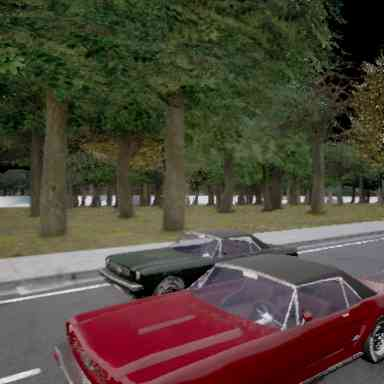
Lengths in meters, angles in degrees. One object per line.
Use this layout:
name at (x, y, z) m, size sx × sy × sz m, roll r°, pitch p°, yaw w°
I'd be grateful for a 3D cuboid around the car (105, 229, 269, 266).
car at (0.339, 1.605, 7.916) m, size 4.718 × 1.301 × 1.895 m, roll 0°, pitch 0°, yaw -35°

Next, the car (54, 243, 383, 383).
car at (0.847, 1.603, 4.286) m, size 4.718 × 1.301 × 1.895 m, roll 0°, pitch 0°, yaw -35°
